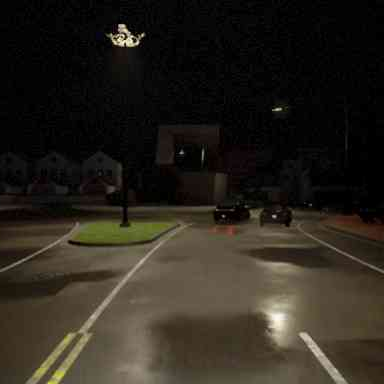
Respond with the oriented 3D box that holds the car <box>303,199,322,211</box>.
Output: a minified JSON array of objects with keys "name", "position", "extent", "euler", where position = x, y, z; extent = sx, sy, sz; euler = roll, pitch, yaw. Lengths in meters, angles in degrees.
[{"name":"car","position":[14.904,1.520,41.143],"extent":[1.994,1.385,4.181],"euler":[0,0,25]}]

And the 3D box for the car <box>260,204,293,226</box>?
[{"name":"car","position":[5.950,1.540,23.244],"extent":[1.994,1.385,4.181],"euler":[0,0,19]}]

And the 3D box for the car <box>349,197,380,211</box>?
[{"name":"car","position":[20.077,1.311,38.653],"extent":[4.553,1.767,2.097],"euler":[0,0,-40]}]

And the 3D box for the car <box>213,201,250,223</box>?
[{"name":"car","position":[3.134,1.466,25.443],"extent":[2.128,1.511,4.902],"euler":[0,0,23]}]
